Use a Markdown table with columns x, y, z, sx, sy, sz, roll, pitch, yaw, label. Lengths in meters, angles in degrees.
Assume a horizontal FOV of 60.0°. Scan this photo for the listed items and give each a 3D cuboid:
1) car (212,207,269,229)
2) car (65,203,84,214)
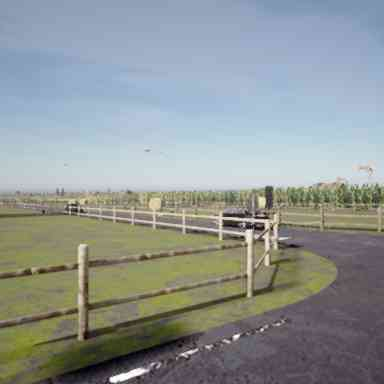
| x | y | z | sx | sy | sz | roll | pitch | yaw | label |
| --- | --- | --- | --- | --- | --- | --- | --- | --- | --- |
| 3.407 | 1.814 | 24.207 | 2.128 | 1.511 | 4.902 | 0 | -1 | -33 | car |
| -17.988 | 2.480 | 50.707 | 1.837 | 1.490 | 4.892 | 0 | -1 | -35 | car |
